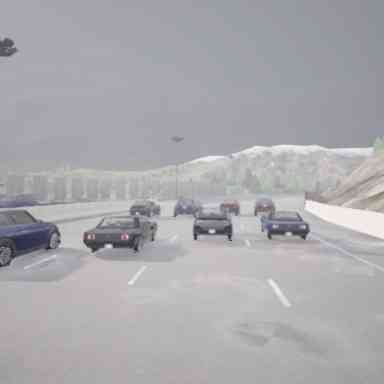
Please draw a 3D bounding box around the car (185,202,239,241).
[{"bbox_3d":[1.126,1.508,16.950,2.128,1.511,4.902,0,0,6],"label":"car"}]

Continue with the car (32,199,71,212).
[{"bbox_3d":[-16.612,1.591,39.612,1.895,1.301,4.718,0,0,12],"label":"car"}]

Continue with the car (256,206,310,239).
[{"bbox_3d":[4.674,1.627,17.411,1.895,1.301,4.718,0,0,6],"label":"car"}]

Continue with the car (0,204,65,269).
[{"bbox_3d":[-6.387,1.345,11.396,2.097,1.767,4.553,0,0,4],"label":"car"}]

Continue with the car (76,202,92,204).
[{"bbox_3d":[-13.282,1.491,38.346,2.128,1.511,4.902,0,0,12],"label":"car"}]

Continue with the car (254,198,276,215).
[{"bbox_3d":[7.615,1.399,34.745,2.097,1.767,4.553,0,0,12],"label":"car"}]

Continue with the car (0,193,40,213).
[{"bbox_3d":[-20.404,1.201,38.585,2.150,2.045,5.566,0,0,12],"label":"car"}]

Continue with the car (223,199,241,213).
[{"bbox_3d":[4.047,1.516,34.877,1.882,1.535,5.008,0,0,12],"label":"car"}]

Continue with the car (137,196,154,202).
[{"bbox_3d":[-11.002,1.612,78.768,1.895,1.301,4.718,0,0,23],"label":"car"}]

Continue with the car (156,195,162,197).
[{"bbox_3d":[-8.265,1.506,76.294,1.882,1.535,5.008,0,0,23],"label":"car"}]

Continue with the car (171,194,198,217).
[{"bbox_3d":[-0.258,1.376,31.235,2.097,1.767,4.553,0,0,11],"label":"car"}]

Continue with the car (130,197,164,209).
[{"bbox_3d":[-4.100,1.518,29.769,1.837,1.490,4.892,0,0,10],"label":"car"}]

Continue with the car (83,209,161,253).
[{"bbox_3d":[-2.711,1.605,13.815,1.895,1.301,4.718,0,0,5],"label":"car"}]
